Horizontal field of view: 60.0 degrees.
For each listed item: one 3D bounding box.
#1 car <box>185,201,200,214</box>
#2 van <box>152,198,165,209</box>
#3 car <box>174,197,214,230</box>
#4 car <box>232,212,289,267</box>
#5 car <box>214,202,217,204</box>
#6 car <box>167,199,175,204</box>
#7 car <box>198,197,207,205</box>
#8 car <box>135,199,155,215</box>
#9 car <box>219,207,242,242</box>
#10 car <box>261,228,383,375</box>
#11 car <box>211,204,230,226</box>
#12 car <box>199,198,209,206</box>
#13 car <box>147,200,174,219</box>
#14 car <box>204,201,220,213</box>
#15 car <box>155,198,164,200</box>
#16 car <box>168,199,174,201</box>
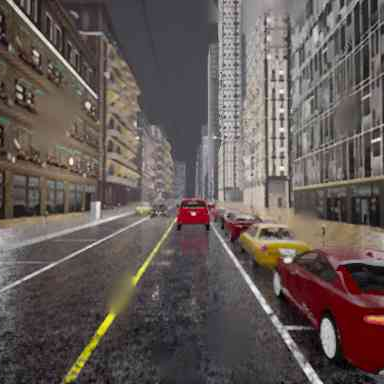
[{"bbox_3d":[0.088,1.950,41.984,1.837,1.490,4.892,0,-1,0],"label":"car"},{"bbox_3d":[-5.688,1.958,57.161,1.690,1.788,3.998,1,-1,0],"label":"van"},{"bbox_3d":[0.094,1.468,23.232,2.150,2.045,5.566,0,0,0],"label":"car"},{"bbox_3d":[2.669,1.647,11.631,1.752,1.417,4.829,1,-1,0],"label":"car"},{"bbox_3d":[2.664,1.845,28.553,1.887,1.381,4.507,1,-1,0],"label":"car"},{"bbox_3d":[-5.703,2.588,91.339,1.947,1.339,4.313,1,-1,0],"label":"car"},{"bbox_3d":[2.650,2.265,85.535,2.192,1.841,5.009,1,-1,0],"label":"car"},{"bbox_3d":[-5.686,1.949,39.897,1.752,1.417,4.829,1,-1,0],"label":"car"},{"bbox_3d":[2.667,1.724,17.159,1.887,1.381,4.507,1,-1,0],"label":"car"},{"bbox_3d":[2.671,1.606,5.762,1.887,1.381,4.507,1,-1,0],"label":"car"},{"bbox_3d":[2.666,1.791,22.856,2.008,1.369,4.403,1,-1,0],"label":"car"},{"bbox_3d":[2.652,2.253,74.137,1.967,1.590,4.097,1,-1,0],"label":"car"},{"bbox_3d":[-3.106,1.860,33.595,1.837,1.490,4.892,0,-1,0],"label":"car"},{"bbox_3d":[2.659,2.033,45.646,1.887,1.381,4.507,1,-1,0],"label":"car"},{"bbox_3d":[-5.688,1.993,51.462,1.967,1.590,4.097,1,-1,0],"label":"car"},{"bbox_3d":[-5.702,2.533,85.643,1.802,1.307,4.206,1,-1,0],"label":"car"}]
